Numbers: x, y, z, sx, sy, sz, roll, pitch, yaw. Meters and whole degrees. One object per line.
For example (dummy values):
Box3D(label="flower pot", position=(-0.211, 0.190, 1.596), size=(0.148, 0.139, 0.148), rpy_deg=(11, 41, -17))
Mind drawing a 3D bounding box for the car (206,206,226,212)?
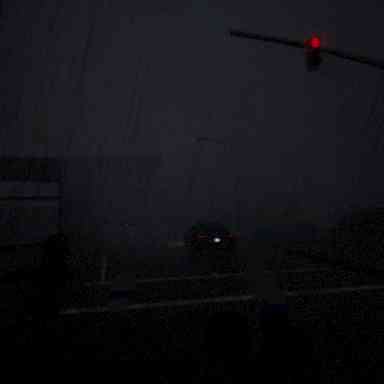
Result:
Box3D(label="car", position=(6.091, 4.272, 83.683), size=(4.674, 1.442, 1.812), rpy_deg=(-1, -2, -14))

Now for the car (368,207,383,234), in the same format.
Box3D(label="car", position=(13.610, 1.834, 20.364), size=(4.514, 1.523, 2.007), rpy_deg=(-1, -2, -14))

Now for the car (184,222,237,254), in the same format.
Box3D(label="car", position=(0.803, 2.169, 16.580), size=(1.994, 1.385, 4.181), rpy_deg=(-1, -2, -9))

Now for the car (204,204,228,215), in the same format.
Box3D(label="car", position=(4.355, 3.188, 59.998), size=(3.866, 1.878, 1.905), rpy_deg=(-1, -2, -14))

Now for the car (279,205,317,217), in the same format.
Box3D(label="car", position=(15.073, 2.712, 46.433), size=(4.514, 1.523, 2.007), rpy_deg=(-1, -2, -14))

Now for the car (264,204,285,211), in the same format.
Box3D(label="car", position=(21.713, 4.082, 87.499), size=(4.892, 1.490, 1.837), rpy_deg=(-1, -2, -14))

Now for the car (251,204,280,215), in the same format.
Box3D(label="car", position=(12.779, 3.001, 58.696), size=(4.605, 1.855, 1.932), rpy_deg=(-1, -2, -14))

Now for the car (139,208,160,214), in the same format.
Box3D(label="car", position=(-10.083, 4.452, 79.734), size=(5.357, 1.411, 2.033), rpy_deg=(-1, -2, -14))

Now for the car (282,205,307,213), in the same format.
Box3D(label="car", position=(20.841, 3.380, 67.823), size=(4.514, 1.523, 2.007), rpy_deg=(-1, -2, -14))

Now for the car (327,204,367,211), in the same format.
Box3D(label="car", position=(17.423, 2.336, 36.728), size=(3.633, 1.501, 1.845), rpy_deg=(-1, -2, -14))

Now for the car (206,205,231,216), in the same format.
Box3D(label="car", position=(4.562, 3.346, 56.616), size=(3.806, 1.475, 1.970), rpy_deg=(-1, -2, -14))

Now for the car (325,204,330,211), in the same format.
Box3D(label="car", position=(28.559, 3.100, 65.963), size=(3.806, 1.475, 1.970), rpy_deg=(-1, -2, -14))

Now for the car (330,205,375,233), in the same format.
Box3D(label="car", position=(12.808, 1.950, 23.395), size=(5.027, 1.636, 2.152), rpy_deg=(-1, -2, -14))

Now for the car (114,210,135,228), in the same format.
Box3D(label="car", position=(-7.135, 2.991, 35.610), size=(2.033, 1.411, 5.357), rpy_deg=(-1, -2, -14))
